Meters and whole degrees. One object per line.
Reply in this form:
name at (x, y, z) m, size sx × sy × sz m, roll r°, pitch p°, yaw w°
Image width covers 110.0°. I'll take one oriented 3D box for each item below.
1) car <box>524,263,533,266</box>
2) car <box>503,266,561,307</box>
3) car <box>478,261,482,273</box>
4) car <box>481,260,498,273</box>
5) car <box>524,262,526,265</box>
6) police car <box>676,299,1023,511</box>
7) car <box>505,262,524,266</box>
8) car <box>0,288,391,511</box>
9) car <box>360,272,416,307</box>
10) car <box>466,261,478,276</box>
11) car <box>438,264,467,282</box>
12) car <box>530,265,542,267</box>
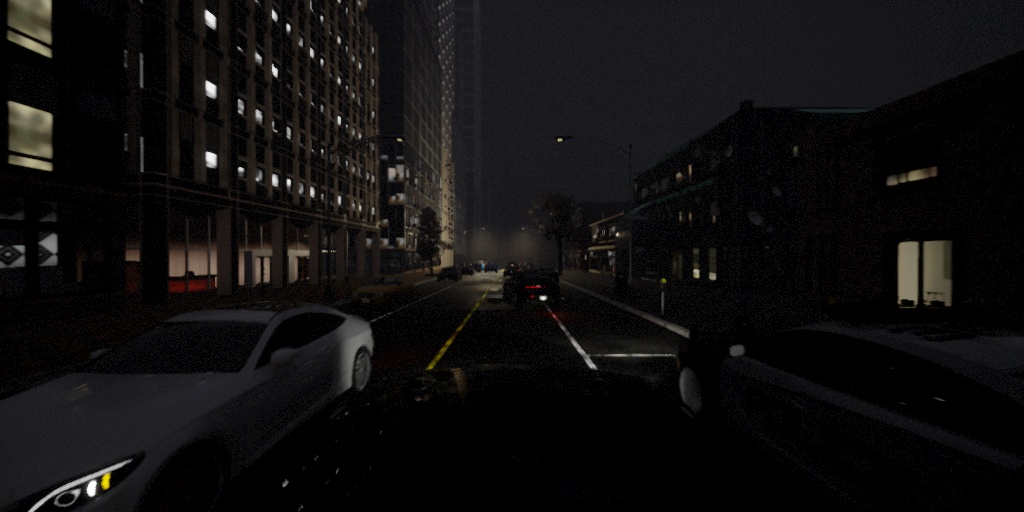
car at (2.628, 1.693, 39.016) m, size 1.888 × 1.381 × 4.507 m, roll 0°, pitch 0°, yaw 0°
car at (0.789, 1.412, 16.444) m, size 1.837 × 1.490 × 4.892 m, roll 0°, pitch 0°, yaw -10°
car at (-5.749, 1.897, 55.988) m, size 1.948 × 1.339 × 4.313 m, roll 0°, pitch 0°, yaw 0°
car at (-3.123, 1.790, 54.291) m, size 1.882 × 1.535 × 5.008 m, roll 0°, pitch -1°, yaw 0°
car at (2.618, 1.790, 44.660) m, size 1.802 × 1.307 × 4.207 m, roll 0°, pitch 0°, yaw 0°
police car at (3.135, 1.188, 2.960) m, size 1.930 × 1.638 × 5.238 m, roll 0°, pitch -1°, yaw 0°
car at (0.032, 1.736, 41.279) m, size 1.994 × 1.385 × 4.181 m, roll 0°, pitch -1°, yaw 0°
car at (-3.103, 1.301, 4.032) m, size 1.812 × 1.442 × 4.674 m, roll 0°, pitch -1°, yaw 0°
car at (-5.680, 1.434, 16.311) m, size 1.751 × 1.417 × 4.829 m, roll 0°, pitch 0°, yaw 0°
car at (-5.729, 1.650, 44.700) m, size 1.967 × 1.591 × 4.097 m, roll 0°, pitch 0°, yaw 0°
car at (-5.710, 1.655, 33.412) m, size 1.948 × 1.339 × 4.313 m, roll 0°, pitch 0°, yaw 0°
car at (2.648, 1.593, 27.729) m, size 1.948 × 1.339 × 4.313 m, roll 0°, pitch 0°, yaw 0°
